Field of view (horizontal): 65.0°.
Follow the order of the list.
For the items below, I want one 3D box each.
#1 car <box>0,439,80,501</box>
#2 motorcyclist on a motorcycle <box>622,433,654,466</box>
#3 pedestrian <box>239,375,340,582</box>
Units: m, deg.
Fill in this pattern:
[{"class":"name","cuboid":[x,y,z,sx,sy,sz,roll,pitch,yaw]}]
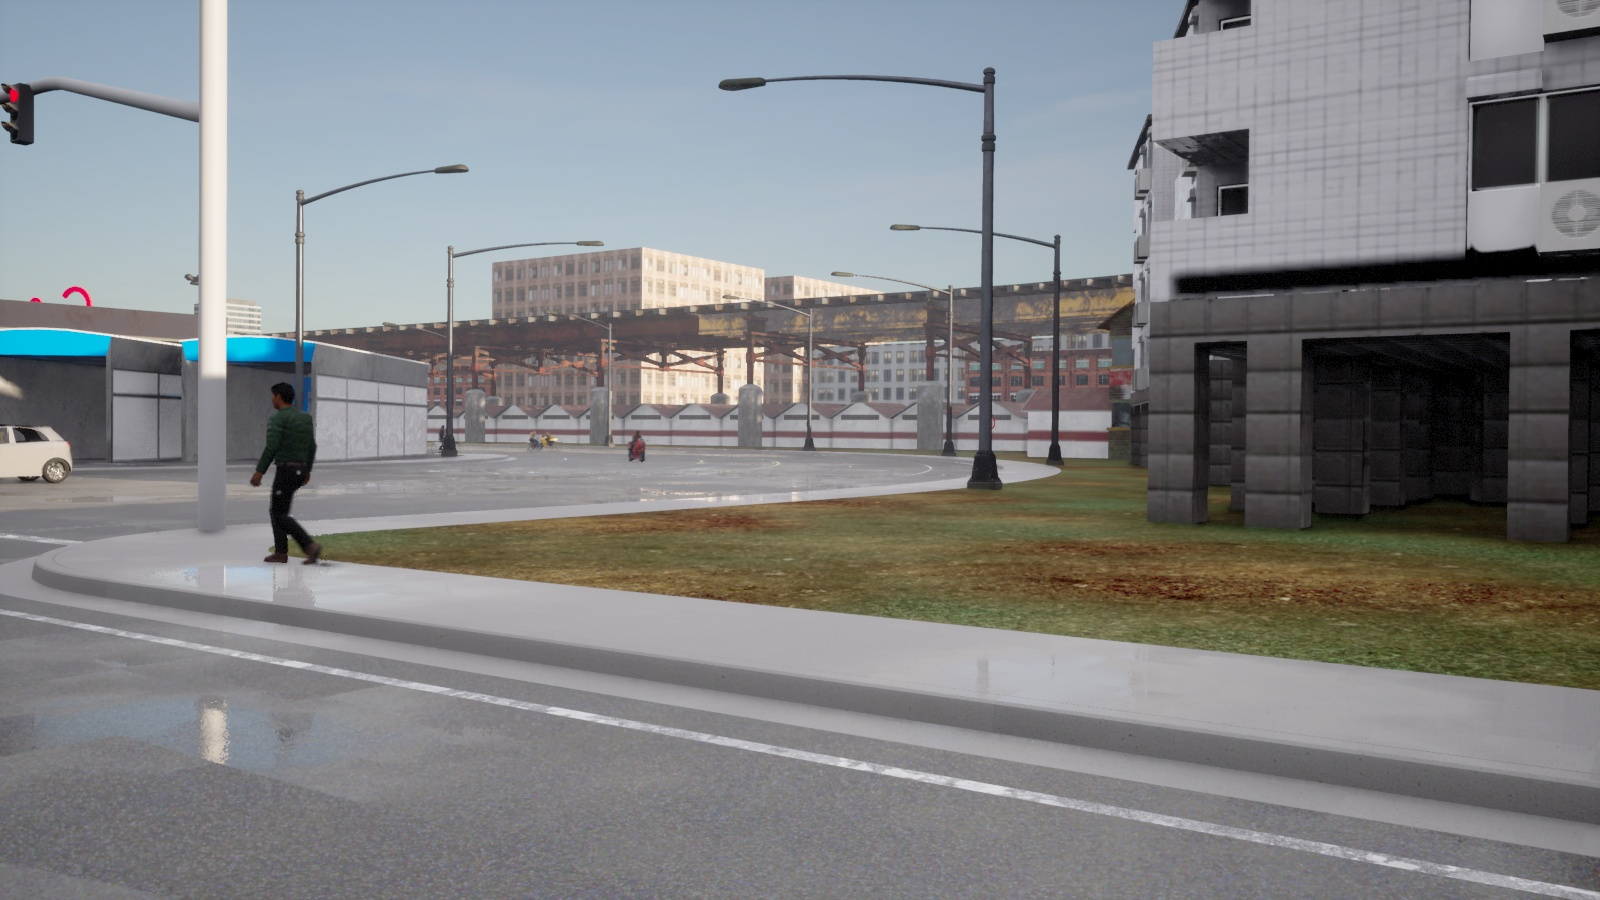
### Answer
[{"class":"car","cuboid":[-20.440,0.500,31.538,1.845,1.501,3.633,0,1,35]},{"class":"motorcyclist on a motorcycle","cuboid":[-7.685,-0.029,59.475,0.797,1.523,2.044,-1,1,-28]},{"class":"pedestrian","cuboid":[-4.934,0.271,12.138,0.788,1.949,0.423,0,1,17]}]
